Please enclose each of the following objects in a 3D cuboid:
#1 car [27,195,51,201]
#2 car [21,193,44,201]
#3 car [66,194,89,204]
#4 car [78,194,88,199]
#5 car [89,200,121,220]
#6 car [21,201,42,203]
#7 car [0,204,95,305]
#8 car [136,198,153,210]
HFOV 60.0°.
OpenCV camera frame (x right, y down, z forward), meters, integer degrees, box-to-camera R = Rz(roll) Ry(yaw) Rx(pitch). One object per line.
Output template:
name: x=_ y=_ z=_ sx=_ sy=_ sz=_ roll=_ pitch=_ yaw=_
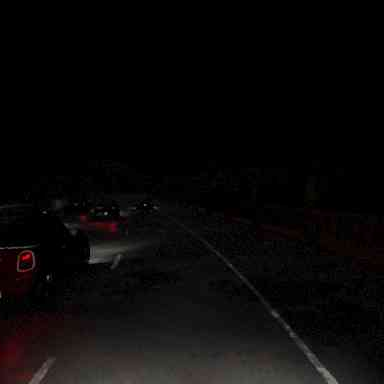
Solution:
car: x=-21.464 y=1.534 z=47.597 sx=1.895 sy=1.301 sz=4.718 roll=0 pitch=0 yaw=-10
car: x=-26.672 y=1.144 z=56.877 sx=2.150 sy=2.045 sz=5.566 roll=0 pitch=0 yaw=-10
car: x=-11.844 y=1.295 z=34.846 sx=2.097 sy=1.767 sz=4.553 roll=0 pitch=0 yaw=-10
car: x=-28.868 y=1.260 z=88.473 sx=1.895 sy=1.301 sz=4.718 roll=0 pitch=0 yaw=-10
car: x=-7.008 y=1.442 z=27.797 sx=2.128 sy=1.511 sz=4.902 roll=0 pitch=0 yaw=-10
car: x=-8.660 y=1.456 z=16.867 sx=1.882 sy=1.535 sz=5.008 roll=0 pitch=0 yaw=-9
car: x=-4.001 y=1.341 z=8.137 sx=2.097 sy=1.767 sz=4.553 roll=0 pitch=0 yaw=-4
car: x=-5.868 y=1.482 z=41.092 sx=1.994 sy=1.385 sz=4.181 roll=0 pitch=0 yaw=-10
